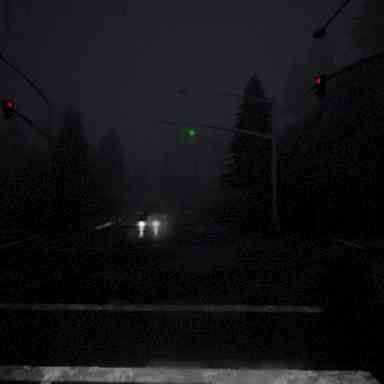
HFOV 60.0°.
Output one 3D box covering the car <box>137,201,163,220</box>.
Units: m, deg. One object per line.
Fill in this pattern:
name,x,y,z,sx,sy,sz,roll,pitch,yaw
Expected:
car,-3.719,1.839,31.184,2.033,1.411,5.357,0,-1,-1
